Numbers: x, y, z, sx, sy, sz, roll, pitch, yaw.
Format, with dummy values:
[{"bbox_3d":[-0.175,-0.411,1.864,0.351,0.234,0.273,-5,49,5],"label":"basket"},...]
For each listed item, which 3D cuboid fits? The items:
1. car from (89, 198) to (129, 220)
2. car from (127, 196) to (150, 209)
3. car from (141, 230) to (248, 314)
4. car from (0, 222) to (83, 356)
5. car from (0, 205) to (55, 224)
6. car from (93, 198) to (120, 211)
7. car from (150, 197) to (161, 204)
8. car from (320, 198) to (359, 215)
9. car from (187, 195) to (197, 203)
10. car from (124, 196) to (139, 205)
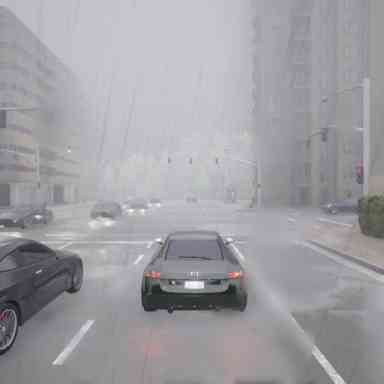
[{"bbox_3d":[-7.161,1.547,28.484,2.033,1.411,5.357,0,0,0],"label":"car"},{"bbox_3d":[-7.193,1.505,44.965,1.837,1.490,4.892,0,0,0],"label":"car"},{"bbox_3d":[0.049,1.564,7.714,1.994,1.385,4.181,0,0,0],"label":"car"},{"bbox_3d":[-3.460,1.526,5.912,1.812,1.442,4.674,0,0,0],"label":"car"},{"bbox_3d":[-10.646,1.547,21.309,2.033,1.411,5.357,0,0,0],"label":"car"},{"bbox_3d":[-10.929,1.505,42.739,1.837,1.490,4.892,0,0,5],"label":"car"},{"bbox_3d":[-7.179,1.601,65.111,1.895,1.301,4.718,0,0,0],"label":"car"},{"bbox_3d":[15.512,1.352,33.754,4.553,1.767,2.097,0,0,1],"label":"car"},{"bbox_3d":[-0.049,1.352,69.755,2.097,1.767,4.553,0,0,0],"label":"car"},{"bbox_3d":[-10.702,1.525,58.837,1.812,1.442,4.674,0,0,0],"label":"car"}]
